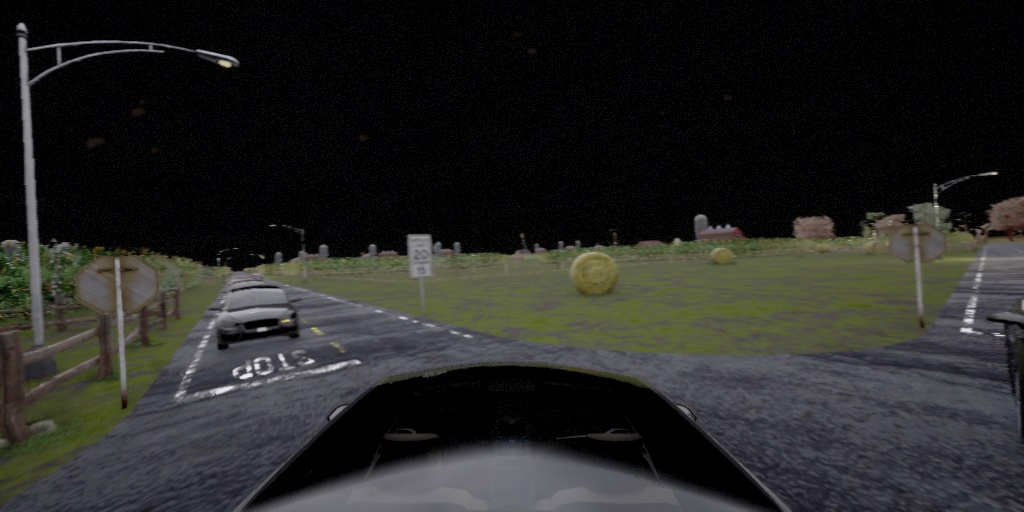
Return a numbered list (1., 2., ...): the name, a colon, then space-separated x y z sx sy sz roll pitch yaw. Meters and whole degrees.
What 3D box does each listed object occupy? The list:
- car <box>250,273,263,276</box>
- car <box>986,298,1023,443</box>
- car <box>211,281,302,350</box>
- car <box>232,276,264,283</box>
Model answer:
1. car: -20.829 2.411 27.977 1.882 1.535 5.008 -3 1 -37
2. car: 6.474 0.950 3.551 4.902 1.511 2.128 -2 -1 -37
3. car: -7.813 1.698 11.011 1.837 1.490 4.892 -3 0 -37
4. car: -13.864 2.043 18.889 1.837 1.490 4.892 -3 0 -38
